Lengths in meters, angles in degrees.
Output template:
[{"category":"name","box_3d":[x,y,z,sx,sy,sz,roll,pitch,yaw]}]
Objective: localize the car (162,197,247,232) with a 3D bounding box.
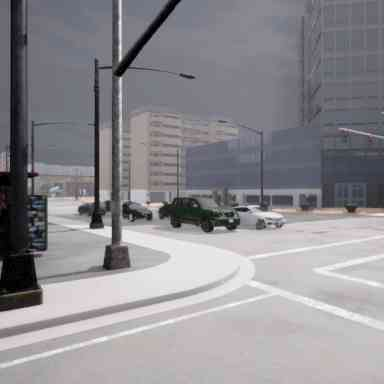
[{"category":"car","box_3d":[0.608,1.333,21.240,2.150,2.045,5.566,0,-1,-36]}]

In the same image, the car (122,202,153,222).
[{"category":"car","box_3d":[-5.199,1.738,29.240,1.837,1.490,4.892,0,-1,-36]}]

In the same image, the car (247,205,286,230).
[{"category":"car","box_3d":[4.075,1.628,22.394,1.812,1.442,4.674,0,-1,-35]}]

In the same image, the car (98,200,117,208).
[{"category":"car","box_3d":[-15.863,2.277,62.138,1.994,1.385,4.181,0,-1,-36]}]

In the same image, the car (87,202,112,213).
[{"category":"car","box_3d":[-12.768,2.057,45.695,1.994,1.385,4.181,0,-1,-35]}]

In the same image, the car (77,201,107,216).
[{"category":"car","box_3d":[-11.445,1.936,37.856,2.033,1.411,5.357,0,-1,-36]}]

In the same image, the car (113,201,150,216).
[{"category":"car","box_3d":[-6.937,1.838,37.602,2.128,1.511,4.902,0,-1,-36]}]

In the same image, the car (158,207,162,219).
[{"category":"car","box_3d":[-1.398,1.736,30.022,1.812,1.442,4.674,0,-1,-36]}]
